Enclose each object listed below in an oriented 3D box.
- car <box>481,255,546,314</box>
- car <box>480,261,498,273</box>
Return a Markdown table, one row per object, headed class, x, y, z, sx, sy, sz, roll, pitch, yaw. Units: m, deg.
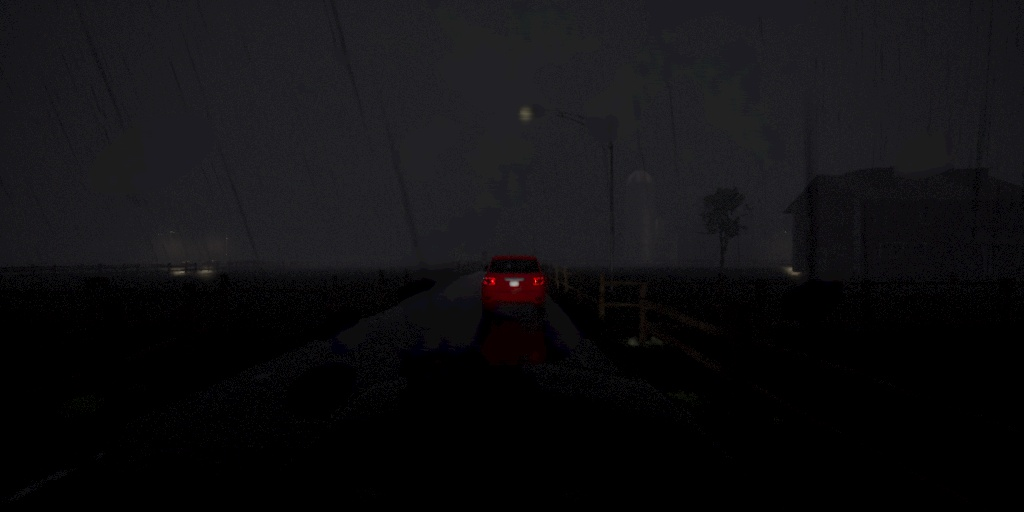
| class | x | y | z | sx | sy | sz | roll | pitch | yaw |
| --- | --- | --- | --- | --- | --- | --- | --- | --- | --- |
| car | 0.084 | 0.978 | 13.946 | 2.150 | 2.045 | 5.566 | 0 | 0 | 0 |
| car | -2.839 | 1.404 | 45.677 | 1.994 | 1.385 | 4.181 | 0 | 0 | 0 |
